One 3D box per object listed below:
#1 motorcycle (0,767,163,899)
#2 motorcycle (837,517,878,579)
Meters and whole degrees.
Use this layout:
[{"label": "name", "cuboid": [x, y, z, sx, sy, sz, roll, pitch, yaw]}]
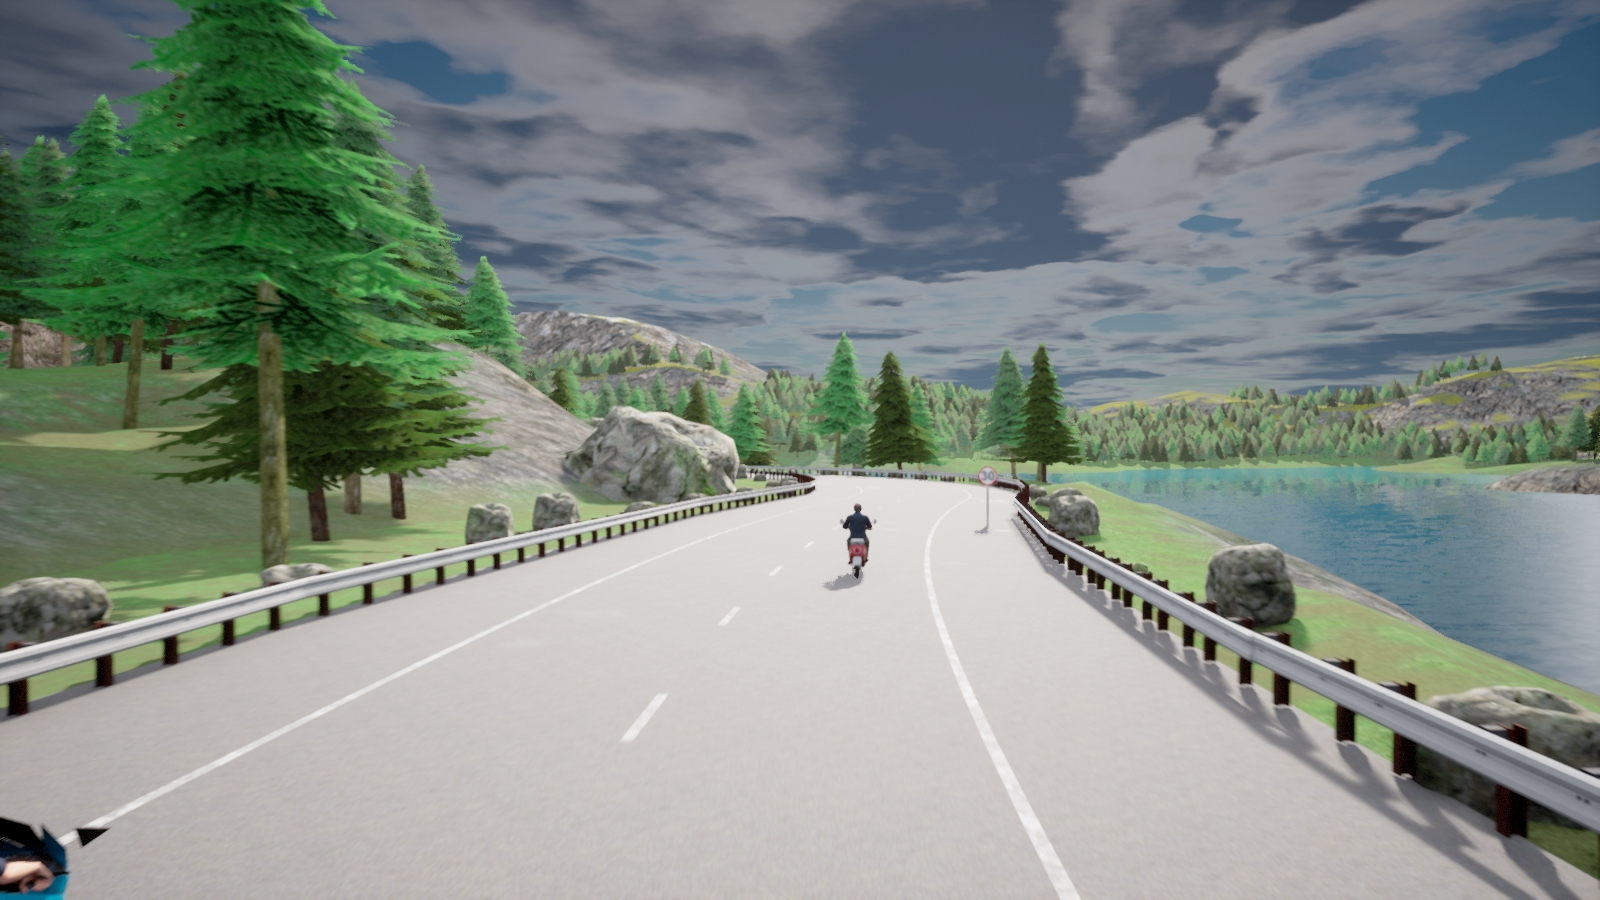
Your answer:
[{"label": "motorcycle", "cuboid": [-3.560, 2.175, 4.619, 0.803, 1.217, 2.033, 0, 0, 1]}, {"label": "motorcycle", "cuboid": [1.309, 2.182, 25.745, 0.856, 1.236, 1.805, 0, 0, 4]}]
